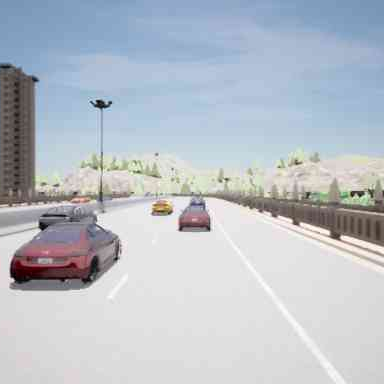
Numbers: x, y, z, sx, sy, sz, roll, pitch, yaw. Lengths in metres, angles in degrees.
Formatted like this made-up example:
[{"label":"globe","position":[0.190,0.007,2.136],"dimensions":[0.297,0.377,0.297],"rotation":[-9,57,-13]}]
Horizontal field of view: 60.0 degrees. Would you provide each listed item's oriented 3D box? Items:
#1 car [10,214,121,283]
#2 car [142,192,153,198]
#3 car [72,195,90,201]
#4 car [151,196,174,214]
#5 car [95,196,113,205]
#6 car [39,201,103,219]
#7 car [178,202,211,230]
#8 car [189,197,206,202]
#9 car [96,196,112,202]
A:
[{"label":"car","position":[-3.397,1.565,9.715],"dimensions":[1.994,1.385,4.181],"rotation":[0,0,0]},{"label":"car","position":[-11.993,1.097,90.002],"dimensions":[2.150,2.045,5.566],"rotation":[0,0,2]},{"label":"car","position":[-19.899,1.356,59.755],"dimensions":[2.097,1.767,4.553],"rotation":[0,0,2]},{"label":"car","position":[-2.987,1.479,34.750],"dimensions":[1.882,1.535,5.008],"rotation":[0,0,2]},{"label":"car","position":[-16.336,1.507,61.718],"dimensions":[1.837,1.490,4.892],"rotation":[0,0,2]},{"label":"car","position":[-6.845,1.493,18.795],"dimensions":[2.128,1.511,4.902],"rotation":[0,0,1]},{"label":"car","position":[0.189,1.565,21.166],"dimensions":[1.994,1.385,4.181],"rotation":[0,0,1]},{"label":"car","position":[0.724,1.354,42.117],"dimensions":[2.097,1.767,4.553],"rotation":[0,0,2]},{"label":"car","position":[-13.217,1.567,50.109],"dimensions":[1.994,1.385,4.181],"rotation":[0,0,2]}]
